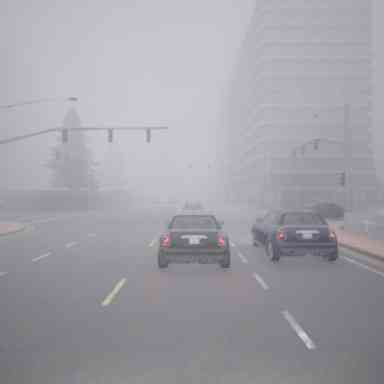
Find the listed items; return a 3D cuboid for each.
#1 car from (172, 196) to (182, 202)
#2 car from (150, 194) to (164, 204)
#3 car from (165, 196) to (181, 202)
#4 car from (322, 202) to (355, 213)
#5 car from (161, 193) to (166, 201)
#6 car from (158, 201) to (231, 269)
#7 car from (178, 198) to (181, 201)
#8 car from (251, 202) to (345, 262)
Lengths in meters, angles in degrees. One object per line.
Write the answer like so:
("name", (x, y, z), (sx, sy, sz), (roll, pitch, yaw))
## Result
("car", (-3.534, 1.680, 80.418), (2.128, 1.511, 4.902), (0, 0, 0))
("car", (-7.038, 1.627, 64.960), (1.837, 1.490, 4.892), (0, 0, 0))
("car", (-3.538, 1.686, 64.976), (1.994, 1.385, 4.181), (0, 0, 0))
("car", (10.856, 1.520, 26.822), (4.674, 1.442, 1.812), (0, -1, -12))
("car", (-7.034, 1.679, 80.499), (1.812, 1.442, 4.674), (0, 0, 0))
("car", (0.067, 1.378, 11.360), (2.097, 1.767, 4.553), (0, 0, 0))
("car", (0.071, 1.538, 29.719), (2.128, 1.511, 4.902), (0, 0, 0))
("car", (3.571, 1.376, 12.384), (2.097, 1.767, 4.553), (0, 0, 0))
